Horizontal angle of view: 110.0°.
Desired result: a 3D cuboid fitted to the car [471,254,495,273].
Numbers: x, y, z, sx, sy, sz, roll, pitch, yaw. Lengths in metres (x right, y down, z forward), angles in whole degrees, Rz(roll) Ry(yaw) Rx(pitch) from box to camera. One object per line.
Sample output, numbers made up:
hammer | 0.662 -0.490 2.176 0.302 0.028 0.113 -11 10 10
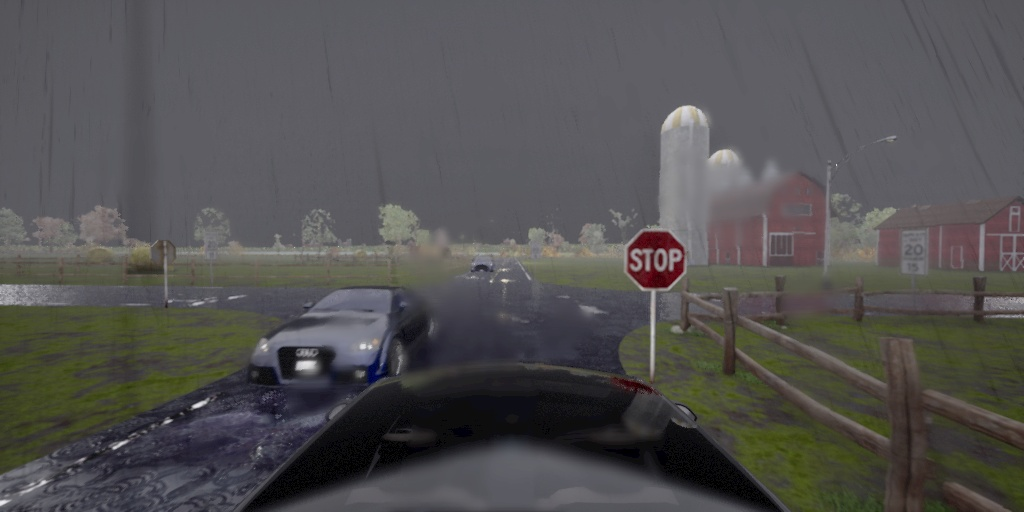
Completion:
car | -2.794 0.725 35.051 2.097 1.767 4.553 0 1 0

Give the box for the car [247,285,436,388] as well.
car | -2.755 1.261 6.802 1.994 1.385 4.181 0 1 0
